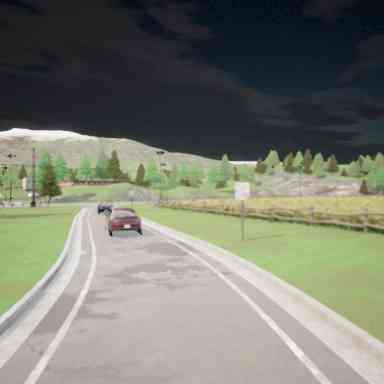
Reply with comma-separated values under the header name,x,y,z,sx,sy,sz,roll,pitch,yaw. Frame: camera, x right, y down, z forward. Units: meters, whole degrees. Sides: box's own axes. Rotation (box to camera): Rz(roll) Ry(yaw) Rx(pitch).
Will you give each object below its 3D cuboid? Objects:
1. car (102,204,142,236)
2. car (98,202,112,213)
name,x,y,z,sx,sy,sz,roll,pitch,yaw
car,-4.093,1.665,19.648,1.812,1.442,4.674,0,0,-18
car,-10.594,1.907,40.752,1.895,1.301,4.718,0,0,-16
